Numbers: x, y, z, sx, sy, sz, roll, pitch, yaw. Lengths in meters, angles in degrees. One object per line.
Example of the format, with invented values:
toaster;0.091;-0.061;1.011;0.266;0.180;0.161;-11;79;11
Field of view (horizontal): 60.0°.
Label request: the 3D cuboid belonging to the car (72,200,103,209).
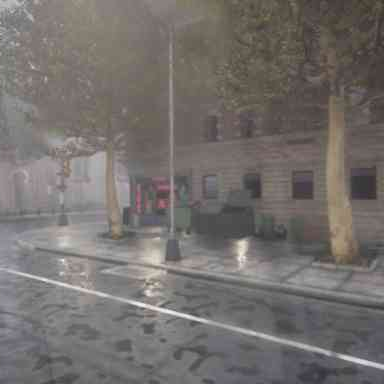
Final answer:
car;-16.432;1.996;52.336;1.895;1.301;4.718;-1;0;36
